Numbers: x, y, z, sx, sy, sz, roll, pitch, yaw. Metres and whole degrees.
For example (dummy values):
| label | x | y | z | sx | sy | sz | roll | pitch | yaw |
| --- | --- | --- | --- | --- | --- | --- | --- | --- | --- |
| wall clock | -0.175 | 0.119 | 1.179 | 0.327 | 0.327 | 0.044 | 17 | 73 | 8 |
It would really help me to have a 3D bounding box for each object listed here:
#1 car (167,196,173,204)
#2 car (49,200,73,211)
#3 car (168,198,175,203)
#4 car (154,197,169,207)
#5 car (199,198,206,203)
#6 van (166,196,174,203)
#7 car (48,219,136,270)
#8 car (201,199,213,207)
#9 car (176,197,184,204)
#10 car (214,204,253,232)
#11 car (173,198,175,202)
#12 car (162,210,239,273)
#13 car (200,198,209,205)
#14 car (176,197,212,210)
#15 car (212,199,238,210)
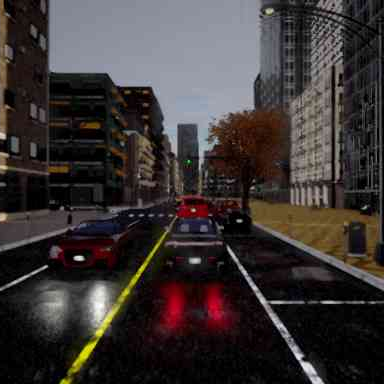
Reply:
| label | x | y | z | sx | sy | sz | roll | pitch | yaw |
| --- | --- | --- | --- | --- | --- | --- | --- | --- | --- |
| car | -5.701 | 2.012 | 69.938 | 2.008 | 1.369 | 4.403 | 0 | 0 | 0 |
| car | -16.432 | 1.588 | 39.467 | 4.403 | 1.369 | 2.008 | 1 | -1 | -1 |
| car | -5.705 | 2.211 | 92.067 | 1.802 | 1.307 | 4.206 | 0 | 0 | 0 |
| car | -5.699 | 1.932 | 58.873 | 2.008 | 1.369 | 4.403 | 0 | 0 | 0 |
| car | 2.676 | 2.169 | 86.536 | 1.802 | 1.307 | 4.206 | 0 | 0 | 0 |
| van | -5.704 | 1.928 | 86.538 | 1.690 | 1.788 | 3.998 | 0 | 0 | 0 |
| car | -3.099 | 1.632 | 11.090 | 1.994 | 1.385 | 4.181 | 0 | 0 | 0 |
| car | 2.681 | 1.926 | 58.874 | 1.887 | 1.381 | 4.507 | 0 | 0 | 0 |
| car | -3.013 | 2.032 | 82.310 | 1.882 | 1.535 | 5.008 | 0 | 0 | 0 |
| car | 2.689 | 1.696 | 20.964 | 1.947 | 1.339 | 4.313 | 0 | 0 | 0 |
| car | -5.703 | 1.985 | 81.004 | 1.967 | 1.590 | 4.097 | 0 | 0 | 0 |
| car | 0.087 | 1.560 | 10.941 | 2.128 | 1.511 | 4.902 | 0 | 0 | 0 |
| car | 2.679 | 1.989 | 70.110 | 1.752 | 1.417 | 4.829 | 0 | 0 | 0 |
| car | 0.087 | 1.379 | 25.440 | 2.150 | 2.045 | 5.566 | 0 | 0 | 0 |
| car | 2.688 | 1.480 | 26.488 | 2.192 | 1.841 | 5.009 | 0 | 0 | 0 |
